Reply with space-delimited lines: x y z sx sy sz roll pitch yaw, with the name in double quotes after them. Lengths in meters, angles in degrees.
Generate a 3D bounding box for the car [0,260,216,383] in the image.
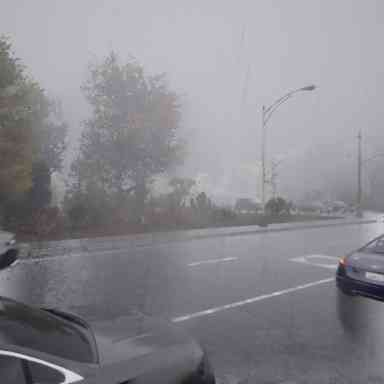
-2.033 1.505 2.297 4.892 1.490 1.837 0 0 -36 "car"

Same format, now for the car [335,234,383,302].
5.112 1.573 7.402 4.181 1.385 1.994 0 0 -34 "car"

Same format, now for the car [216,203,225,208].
2.792 2.474 54.602 2.097 1.767 4.553 0 -3 -32 "car"

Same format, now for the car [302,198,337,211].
18.807 1.861 49.220 2.097 1.767 4.553 0 -2 -32 "car"

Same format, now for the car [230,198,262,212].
8.236 1.824 45.952 2.150 2.045 5.566 0 -3 -32 "car"

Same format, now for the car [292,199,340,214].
13.534 1.735 37.550 2.128 1.511 4.902 0 -2 -32 "car"

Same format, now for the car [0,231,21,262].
-6.754 1.491 7.762 4.902 1.511 2.128 0 0 -36 "car"

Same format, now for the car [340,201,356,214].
16.713 1.735 39.052 2.128 1.511 4.902 0 -2 -34 "car"

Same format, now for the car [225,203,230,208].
6.445 2.557 55.367 2.128 1.511 4.902 0 -3 -32 "car"
